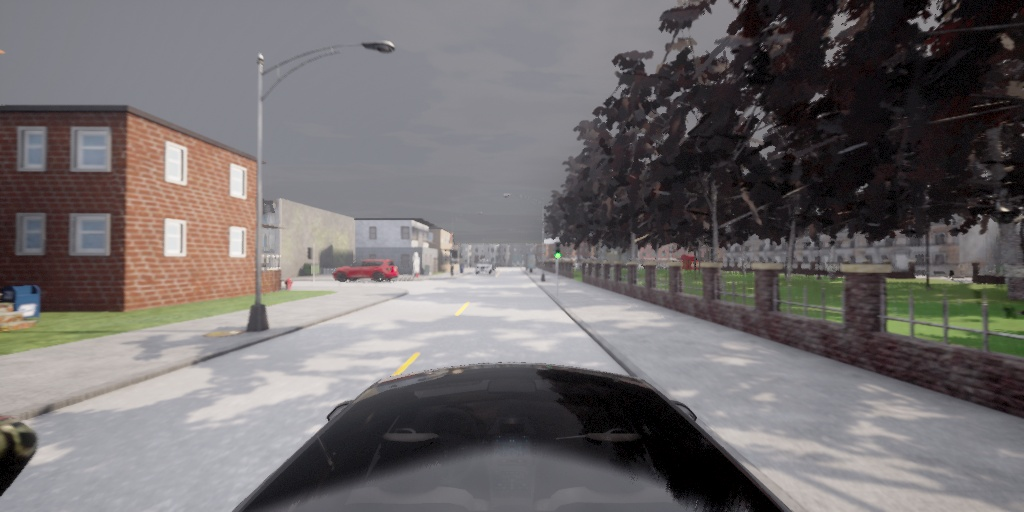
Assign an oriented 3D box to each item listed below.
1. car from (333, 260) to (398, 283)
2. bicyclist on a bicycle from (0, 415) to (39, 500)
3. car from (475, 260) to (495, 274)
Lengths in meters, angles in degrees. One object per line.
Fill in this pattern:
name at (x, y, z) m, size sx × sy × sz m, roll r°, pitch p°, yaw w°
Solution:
car at (-13.294, 1.364, 32.711) m, size 5.566 × 2.045 × 2.150 m, roll 0°, pitch -1°, yaw 3°
bicyclist on a bicycle at (-3.007, 1.204, 1.757) m, size 1.656 × 1.620 × 0.582 m, roll 0°, pitch -1°, yaw -1°
car at (-4.143, 1.613, 52.867) m, size 2.150 × 2.045 × 5.566 m, roll 0°, pitch -1°, yaw 0°
